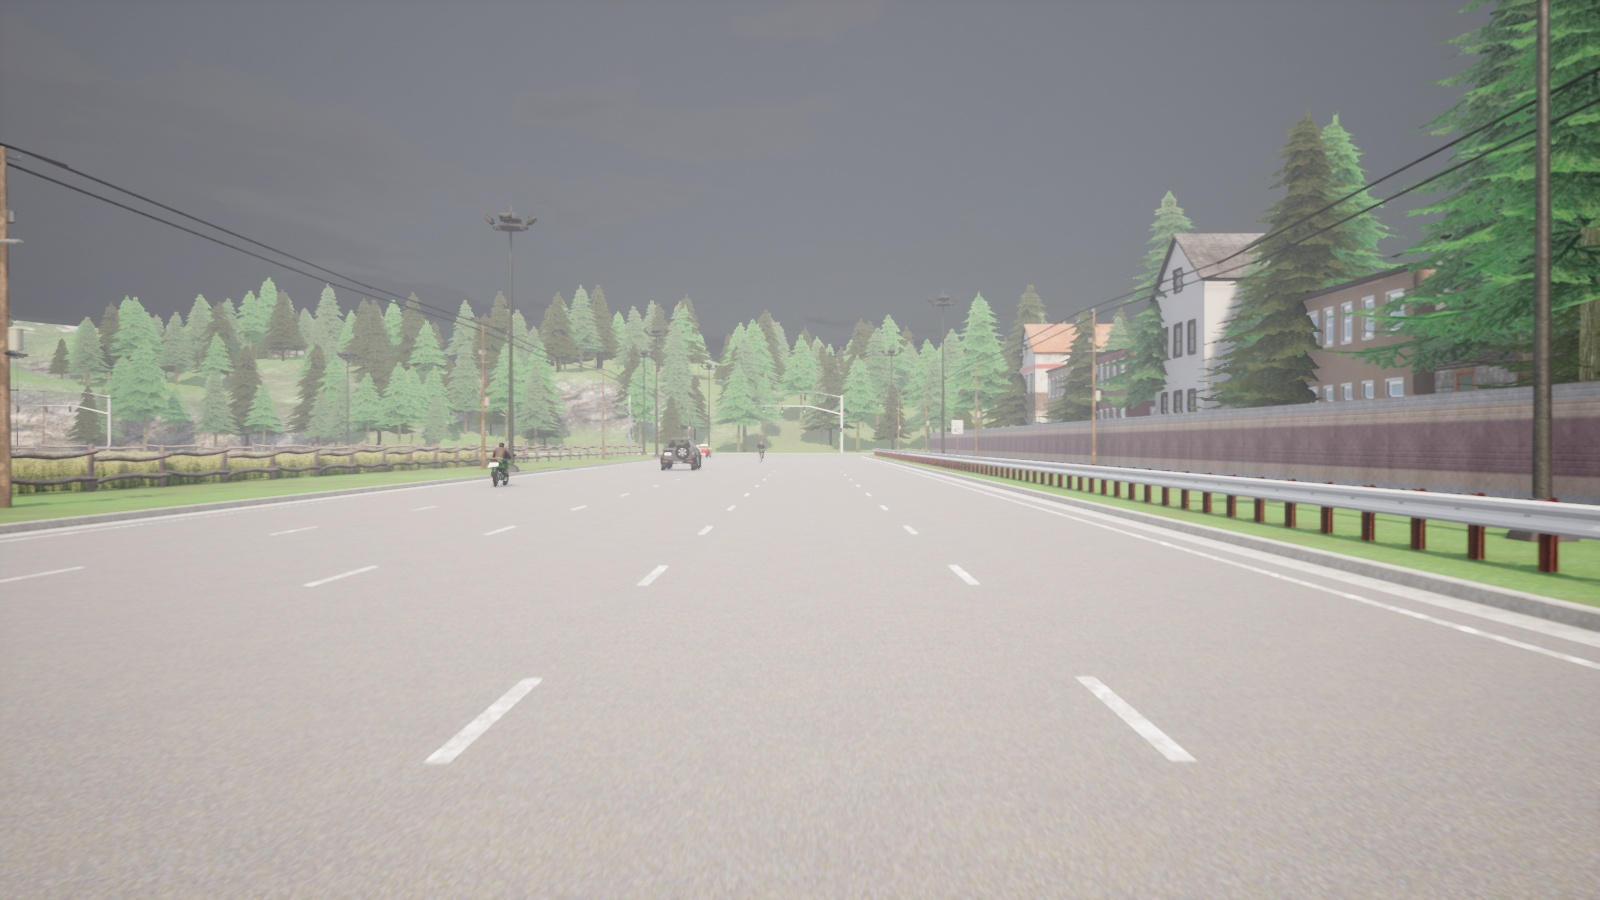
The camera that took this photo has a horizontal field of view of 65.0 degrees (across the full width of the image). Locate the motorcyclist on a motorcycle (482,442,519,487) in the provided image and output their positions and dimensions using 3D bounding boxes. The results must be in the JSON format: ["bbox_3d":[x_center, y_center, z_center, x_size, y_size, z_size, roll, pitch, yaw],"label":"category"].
[{"bbox_3d":[-10.239,0.478,43.001,0.797,1.523,2.044,0,0,0],"label":"motorcyclist on a motorcycle"}]

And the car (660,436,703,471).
[{"bbox_3d":[-6.585,0.164,69.975,1.932,1.855,4.605,0,1,0],"label":"car"}]
